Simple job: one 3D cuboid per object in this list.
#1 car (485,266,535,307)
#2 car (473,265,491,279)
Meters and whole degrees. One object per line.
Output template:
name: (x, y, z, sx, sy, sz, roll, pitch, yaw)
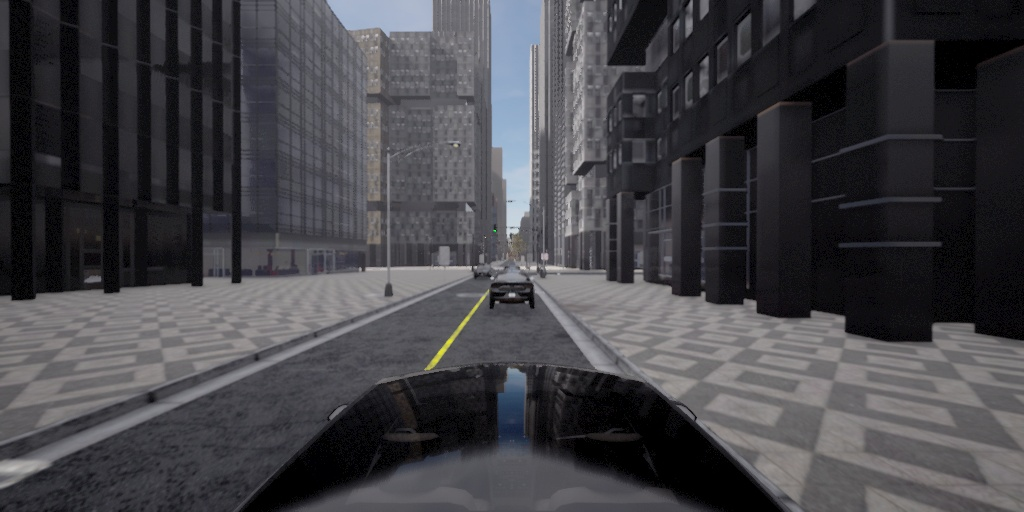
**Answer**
car: (0.009, 1.378, 16.328, 1.882, 1.535, 5.008, 0, 0, 0)
car: (-3.000, 1.680, 38.298, 1.837, 1.490, 4.892, 0, -1, 0)
